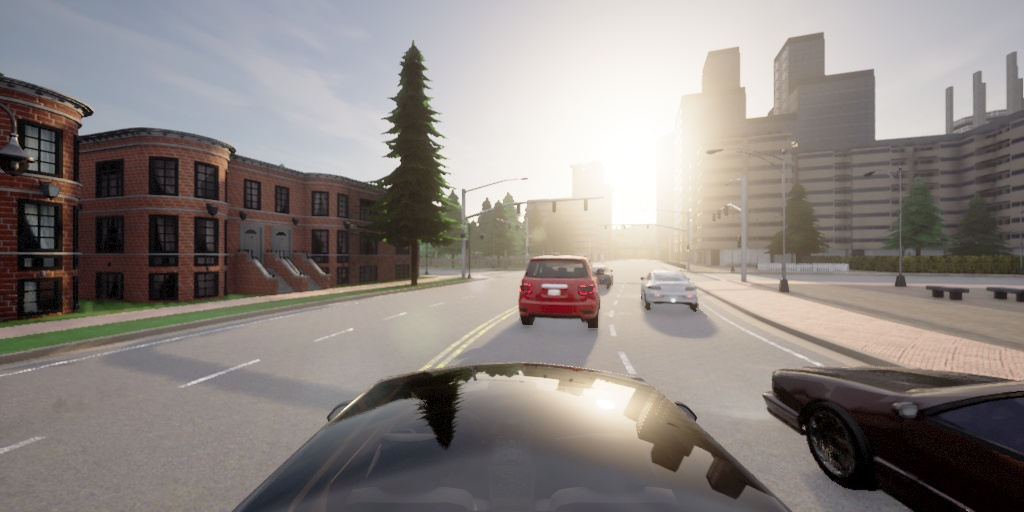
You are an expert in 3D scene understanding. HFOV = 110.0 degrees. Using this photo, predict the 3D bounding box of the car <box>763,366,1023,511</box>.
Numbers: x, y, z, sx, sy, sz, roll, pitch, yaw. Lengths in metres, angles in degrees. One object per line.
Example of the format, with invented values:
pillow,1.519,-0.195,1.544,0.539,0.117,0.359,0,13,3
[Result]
car,3.695,1.298,1.499,2.033,1.411,5.357,0,0,1

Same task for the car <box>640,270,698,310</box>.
car,6.359,1.304,14.794,1.812,1.442,4.674,0,0,17

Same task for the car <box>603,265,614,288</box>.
car,5.755,1.322,24.073,1.812,1.442,4.674,0,0,19

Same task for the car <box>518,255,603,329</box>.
car,1.735,0.995,11.627,2.150,2.045,5.566,0,0,14
